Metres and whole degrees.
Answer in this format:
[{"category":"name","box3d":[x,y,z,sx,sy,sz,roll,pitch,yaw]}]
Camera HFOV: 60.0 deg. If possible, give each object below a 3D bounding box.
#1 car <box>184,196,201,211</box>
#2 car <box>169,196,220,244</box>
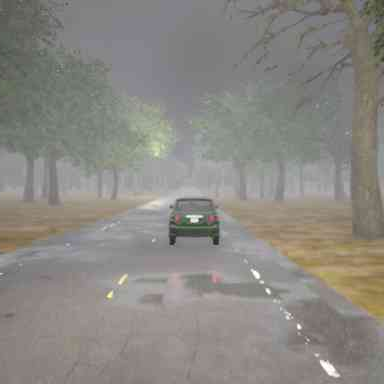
[{"category":"car","box3d":[0.088,1.277,37.258,1.812,1.442,4.674,0,1,0]},{"category":"car","box3d":[0.095,1.194,15.796,2.150,2.045,5.566,0,0,0]}]
